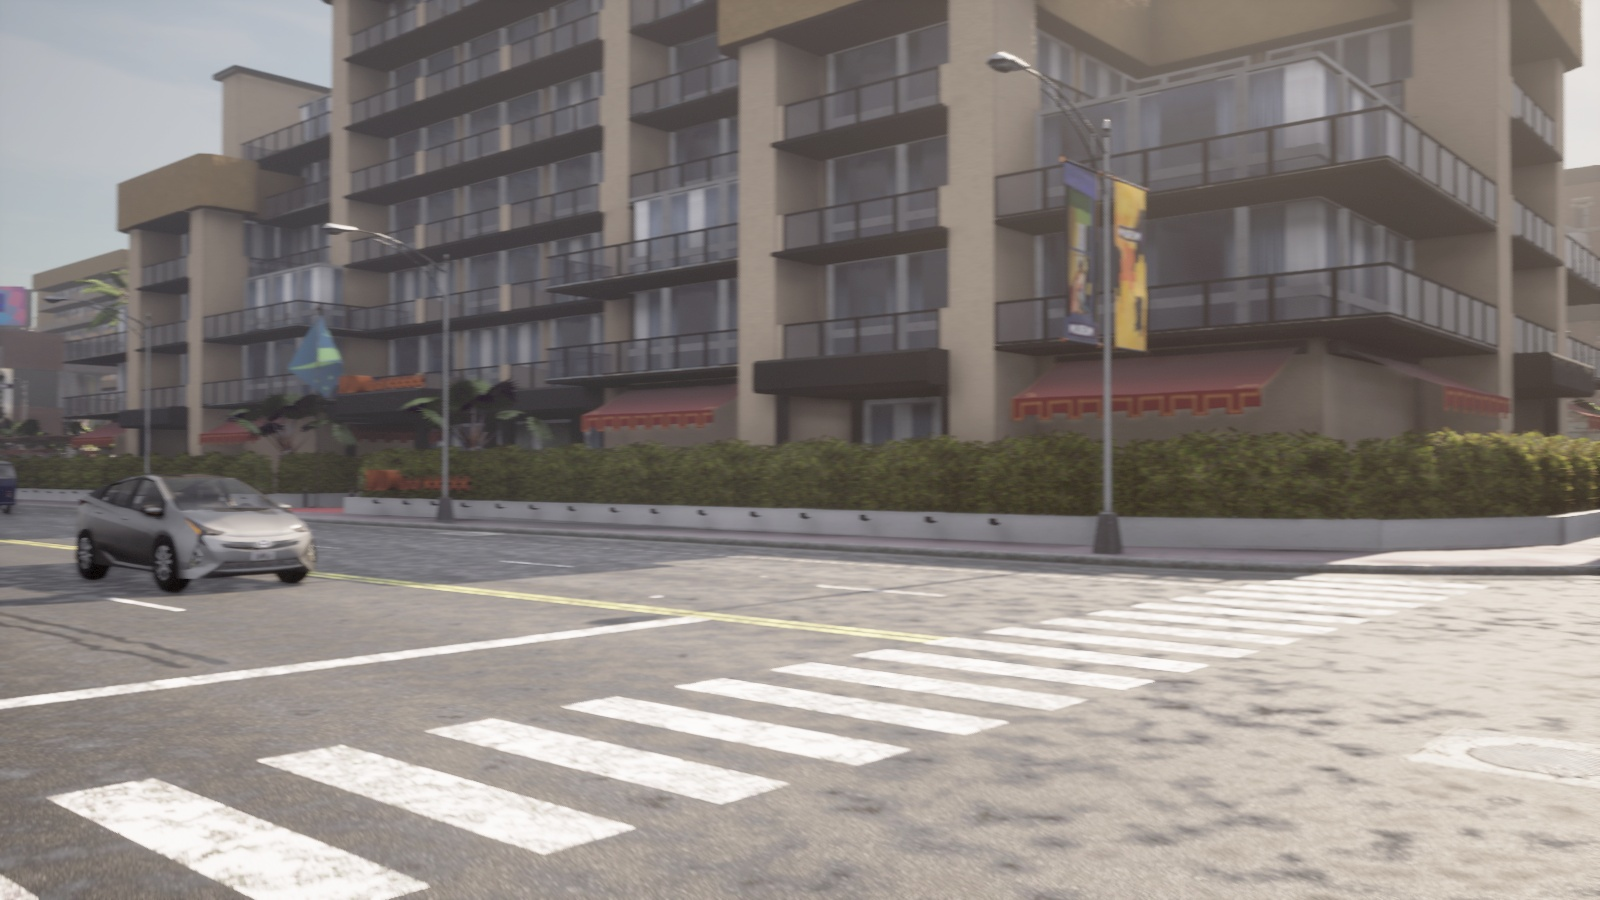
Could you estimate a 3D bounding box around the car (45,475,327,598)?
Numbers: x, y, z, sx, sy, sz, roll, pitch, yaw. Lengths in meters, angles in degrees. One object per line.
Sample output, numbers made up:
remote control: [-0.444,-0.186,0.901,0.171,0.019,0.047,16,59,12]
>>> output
car: [-8.880,1.137,18.004,4.514,1.525,2.007,-1,-1,41]

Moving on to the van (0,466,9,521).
van: [-30.677,1.587,45.843,4.442,1.987,1.775,-1,-1,41]
